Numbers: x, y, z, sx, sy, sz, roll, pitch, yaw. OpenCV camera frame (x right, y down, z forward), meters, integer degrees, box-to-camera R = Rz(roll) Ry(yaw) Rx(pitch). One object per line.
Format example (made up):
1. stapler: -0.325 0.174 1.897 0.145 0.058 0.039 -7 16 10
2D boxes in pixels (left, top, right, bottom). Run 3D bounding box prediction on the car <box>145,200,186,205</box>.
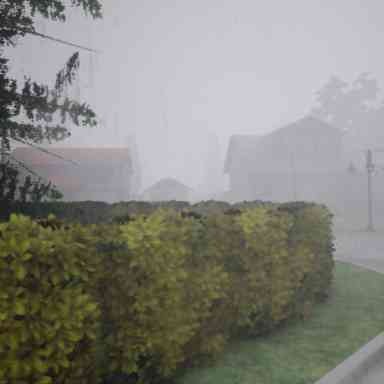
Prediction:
1. car: -2.593 1.501 18.691 5.566 2.045 2.150 -1 -1 27
